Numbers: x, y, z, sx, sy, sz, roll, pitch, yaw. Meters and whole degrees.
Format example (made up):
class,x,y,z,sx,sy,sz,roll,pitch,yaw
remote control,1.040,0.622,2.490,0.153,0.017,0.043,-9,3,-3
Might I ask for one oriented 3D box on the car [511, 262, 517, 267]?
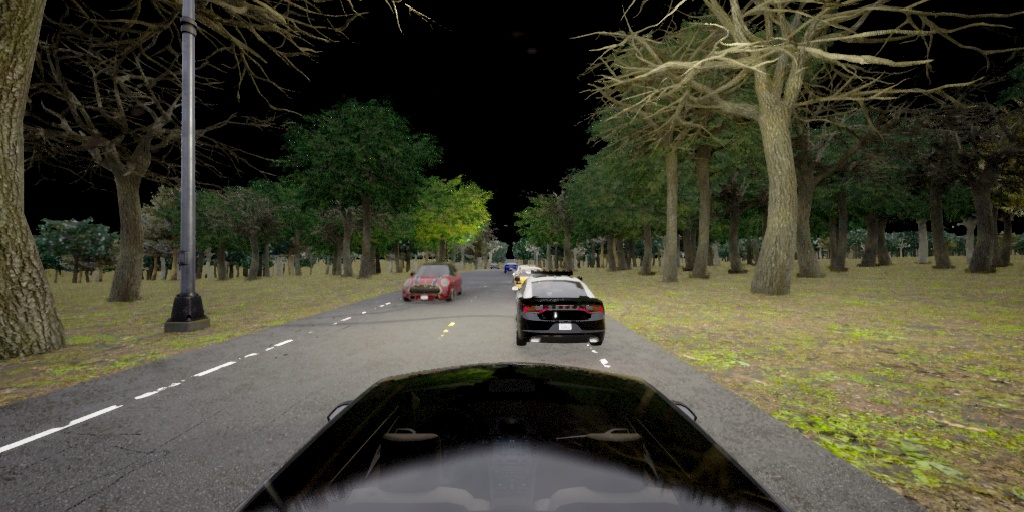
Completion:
class,x,y,z,sx,sy,sz,roll,pitch,yaw
car,1.016,1.255,19.670,1.801,1.575,5.366,0,0,0

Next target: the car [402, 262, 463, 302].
class,x,y,z,sx,sy,sz,roll,pitch,yaw
car,-3.629,1.138,17.082,2.097,1.767,4.553,0,0,0

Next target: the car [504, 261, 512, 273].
class,x,y,z,sx,sy,sz,roll,pitch,yaw
car,-0.065,1.508,48.904,1.882,1.535,5.008,0,-1,0

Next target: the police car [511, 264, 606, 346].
class,x,y,z,sx,sy,sz,roll,pitch,yaw
police car,1.036,1.186,9.588,1.930,1.638,5.238,0,0,0
